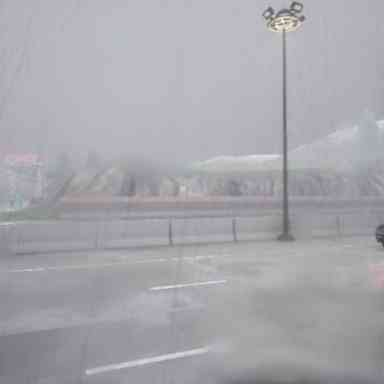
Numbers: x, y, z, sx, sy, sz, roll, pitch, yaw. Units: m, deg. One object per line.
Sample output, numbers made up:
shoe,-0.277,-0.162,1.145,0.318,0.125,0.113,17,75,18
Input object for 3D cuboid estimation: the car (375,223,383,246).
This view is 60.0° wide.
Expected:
car,10.295,1.713,14.544,4.892,1.490,1.837,0,-1,-21
